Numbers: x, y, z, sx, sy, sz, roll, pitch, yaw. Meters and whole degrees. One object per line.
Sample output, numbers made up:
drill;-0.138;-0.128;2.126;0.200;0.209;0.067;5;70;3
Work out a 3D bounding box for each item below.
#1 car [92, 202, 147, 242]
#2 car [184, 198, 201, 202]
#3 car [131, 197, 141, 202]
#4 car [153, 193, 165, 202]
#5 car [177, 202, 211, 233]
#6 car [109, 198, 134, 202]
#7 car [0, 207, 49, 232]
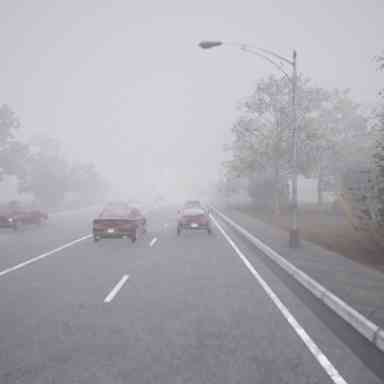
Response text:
car;-3.411;1.476;16.441;1.882;1.535;5.008;0;0;0
car;0.103;1.488;40.463;2.128;1.511;4.902;0;0;0
car;-10.532;1.556;60.781;1.994;1.385;4.181;0;0;1
car;-6.935;1.138;71.356;2.150;2.045;5.566;0;0;0
car;0.103;1.524;19.312;1.812;1.442;4.674;0;0;0
car;-7.096;1.545;30.918;2.033;1.411;5.357;0;0;0
car;-10.599;1.599;20.252;1.895;1.301;4.718;0;0;0
